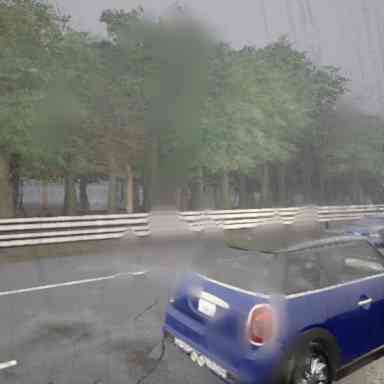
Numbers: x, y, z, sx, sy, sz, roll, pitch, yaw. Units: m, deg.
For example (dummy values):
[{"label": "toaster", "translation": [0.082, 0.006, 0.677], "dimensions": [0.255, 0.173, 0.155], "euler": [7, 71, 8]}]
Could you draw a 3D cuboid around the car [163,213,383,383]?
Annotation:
[{"label": "car", "translation": [1.917, 1.358, 5.045], "dimensions": [4.553, 1.767, 2.097], "euler": [0, 0, -35]}]
